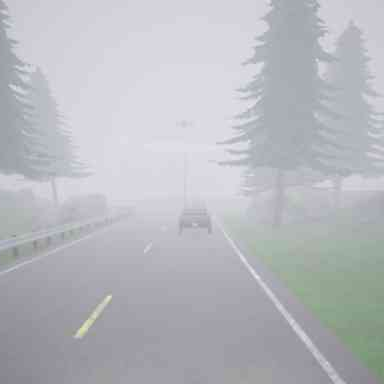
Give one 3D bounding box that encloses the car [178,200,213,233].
[{"bbox_3d":[0.188,1.488,19.744,2.128,1.511,4.902,0,0,1],"label":"car"}]
